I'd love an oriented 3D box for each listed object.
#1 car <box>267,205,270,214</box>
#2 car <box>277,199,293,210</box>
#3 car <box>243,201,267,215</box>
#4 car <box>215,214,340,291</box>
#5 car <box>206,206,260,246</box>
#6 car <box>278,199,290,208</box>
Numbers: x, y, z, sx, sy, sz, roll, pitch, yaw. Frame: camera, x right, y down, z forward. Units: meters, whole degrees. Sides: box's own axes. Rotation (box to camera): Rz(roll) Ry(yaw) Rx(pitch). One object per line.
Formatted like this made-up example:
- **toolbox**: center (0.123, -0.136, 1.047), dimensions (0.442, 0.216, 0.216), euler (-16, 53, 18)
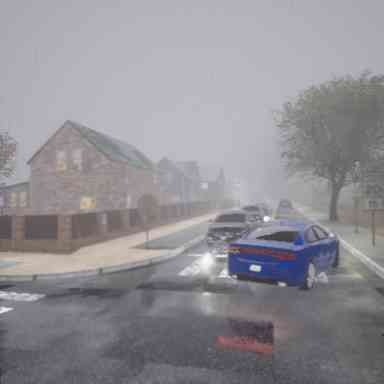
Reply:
- **car**: center (7.853, 1.846, 38.240), dimensions (2.128, 1.511, 4.902), euler (-1, -1, 15)
- **car**: center (13.887, 1.785, 49.779), dimensions (2.097, 1.767, 4.553), euler (-1, -1, 15)
- **car**: center (4.591, 1.743, 25.768), dimensions (1.837, 1.490, 4.892), euler (-1, -1, 15)
- **car**: center (2.811, 1.546, 9.435), dimensions (1.882, 1.535, 5.008), euler (0, 0, 35)
- **car**: center (2.006, 1.662, 16.085), dimensions (1.837, 1.490, 4.892), euler (-1, -1, 17)
- **car**: center (16.431, 2.026, 59.549), dimensions (2.128, 1.511, 4.902), euler (-1, -1, 15)
